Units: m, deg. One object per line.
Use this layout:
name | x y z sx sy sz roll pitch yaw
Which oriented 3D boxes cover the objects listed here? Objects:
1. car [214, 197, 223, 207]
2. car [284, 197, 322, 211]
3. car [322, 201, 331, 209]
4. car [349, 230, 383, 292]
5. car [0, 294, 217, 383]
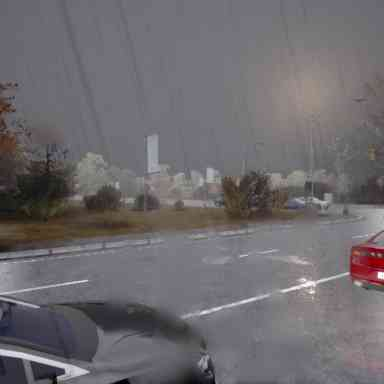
car | 5.056 1.296 44.561 1.837 1.490 4.892 -1 0 -39
car | 11.113 1.334 37.009 2.033 1.411 5.357 -1 0 -39
car | 13.898 1.281 39.162 1.812 1.442 4.674 -1 0 -39
car | 5.709 1.445 7.814 5.008 1.535 1.882 0 0 -36
car | -2.007 1.492 2.299 4.902 1.511 2.128 0 0 -35
